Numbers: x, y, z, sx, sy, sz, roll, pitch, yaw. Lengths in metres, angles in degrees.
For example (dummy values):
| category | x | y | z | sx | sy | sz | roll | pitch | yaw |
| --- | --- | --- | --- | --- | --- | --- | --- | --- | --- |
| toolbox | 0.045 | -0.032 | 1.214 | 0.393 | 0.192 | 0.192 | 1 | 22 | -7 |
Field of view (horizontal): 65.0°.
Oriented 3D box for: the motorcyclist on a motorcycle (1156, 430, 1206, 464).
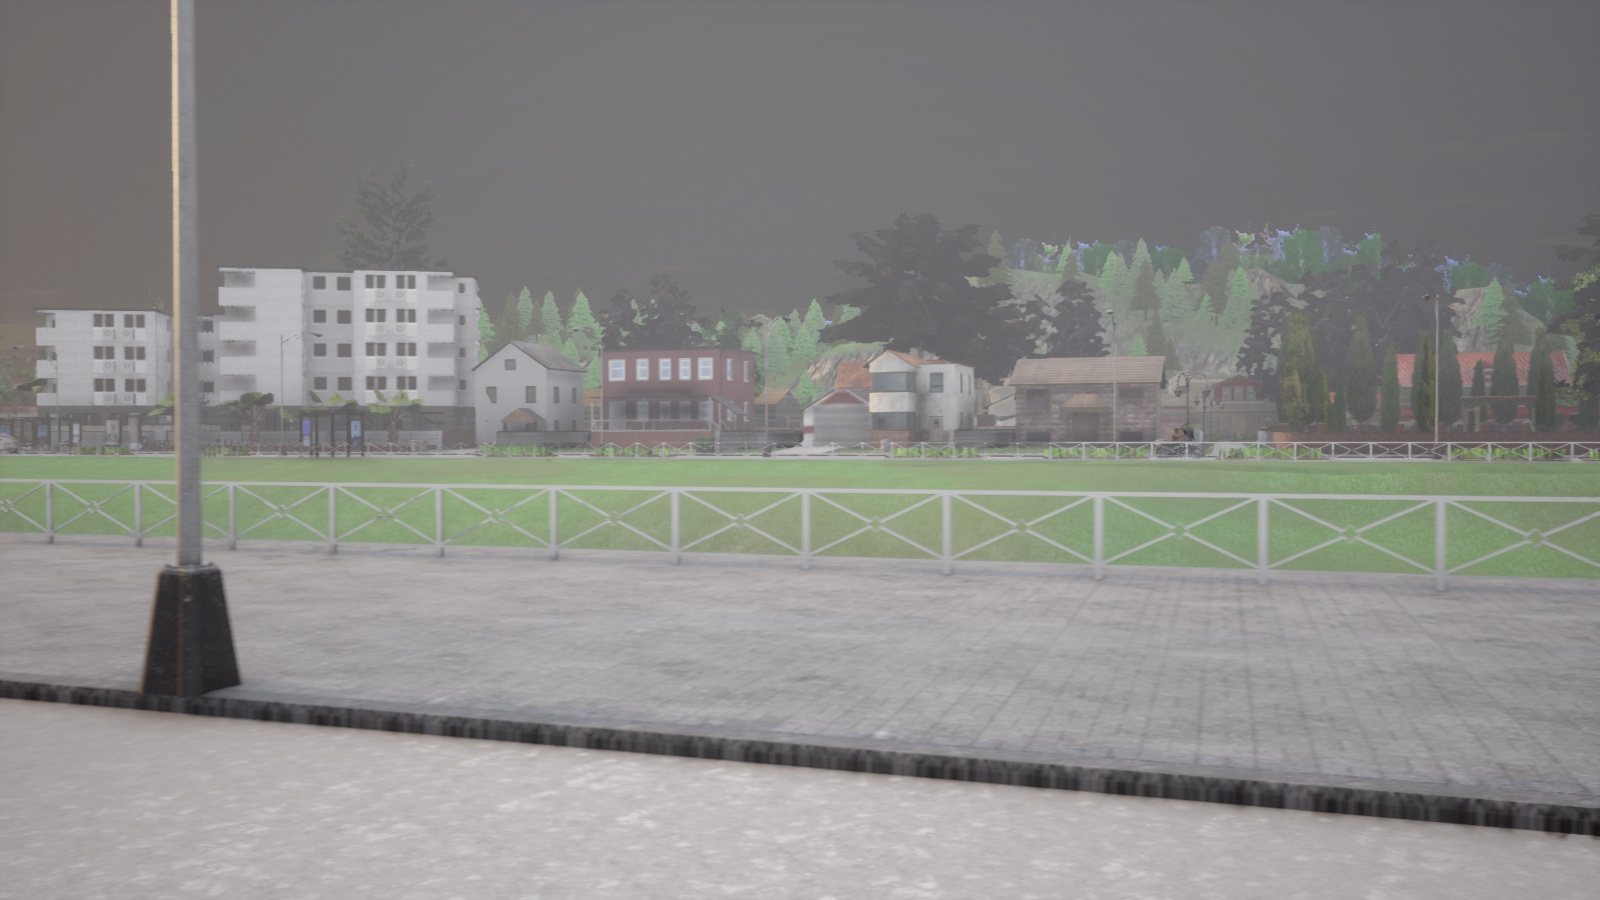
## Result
| category | x | y | z | sx | sy | sz | roll | pitch | yaw |
| --- | --- | --- | --- | --- | --- | --- | --- | --- | --- |
| motorcyclist on a motorcycle | 18.937 | -0.152 | 62.429 | 2.350 | 1.649 | 0.766 | 1 | 1 | 19 |
